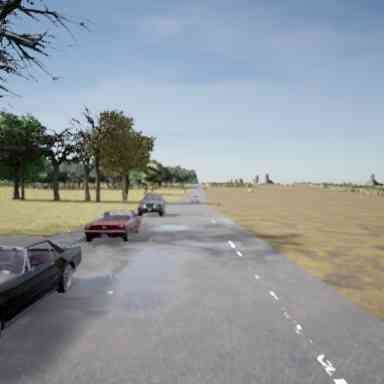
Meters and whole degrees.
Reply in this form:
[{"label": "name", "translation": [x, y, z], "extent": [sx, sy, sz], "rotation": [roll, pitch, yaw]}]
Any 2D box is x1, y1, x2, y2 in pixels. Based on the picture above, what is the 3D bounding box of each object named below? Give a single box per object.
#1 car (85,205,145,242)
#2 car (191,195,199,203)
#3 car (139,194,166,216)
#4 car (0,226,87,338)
[{"label": "car", "translation": [-3.704, 1.549, 16.242], "extent": [1.895, 1.301, 4.718], "rotation": [0, 0, 0]}, {"label": "car", "translation": [0.703, 2.226, 93.115], "extent": [1.812, 1.442, 4.674], "rotation": [0, -1, 2]}, {"label": "car", "translation": [-3.725, 1.213, 31.838], "extent": [2.150, 2.045, 5.566], "rotation": [0, 0, 0]}, {"label": "car", "translation": [-3.635, 1.581, 6.024], "extent": [1.895, 1.301, 4.718], "rotation": [0, 0, 0]}]
